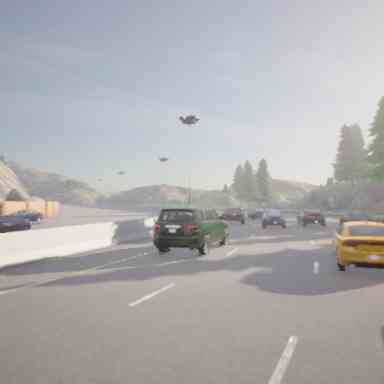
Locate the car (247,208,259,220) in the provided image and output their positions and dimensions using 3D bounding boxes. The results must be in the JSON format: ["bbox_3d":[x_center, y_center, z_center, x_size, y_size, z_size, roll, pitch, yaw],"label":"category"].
[{"bbox_3d":[8.151,2.713,41.659,1.812,1.442,4.674,0,-2,1],"label":"car"}]

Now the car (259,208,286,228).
[{"bbox_3d":[7.087,2.348,29.022,1.812,1.442,4.674,-1,-2,10],"label":"car"}]

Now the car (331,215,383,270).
[{"bbox_3d":[6.182,1.804,11.980,1.882,1.535,5.008,-1,-2,21],"label":"car"}]

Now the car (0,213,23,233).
[{"bbox_3d":[-11.108,2.019,16.102,1.882,1.535,5.008,-1,-2,21],"label":"car"}]

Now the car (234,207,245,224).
[{"bbox_3d":[4.384,2.367,35.107,2.097,1.767,4.553,-1,-2,6],"label":"car"}]

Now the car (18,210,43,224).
[{"bbox_3d":[-17.038,2.579,33.606,2.128,1.511,4.902,0,-2,8],"label":"car"}]

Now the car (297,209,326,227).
[{"bbox_3d":[10.901,2.354,30.664,1.837,1.490,4.892,0,-2,8],"label":"car"}]

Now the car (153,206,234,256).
[{"bbox_3d":[0.153,1.688,15.637,2.150,2.045,5.566,-1,-2,20],"label":"car"}]

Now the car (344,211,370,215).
[{"bbox_3d":[14.066,2.327,28.318,1.994,1.385,4.181,-1,-2,9],"label":"car"}]

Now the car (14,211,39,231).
[{"bbox_3d":[-12.691,2.244,21.837,1.812,1.442,4.674,-1,-2,17],"label":"car"}]
